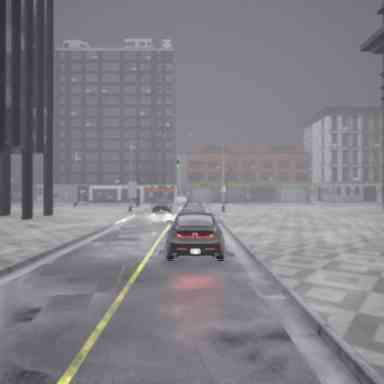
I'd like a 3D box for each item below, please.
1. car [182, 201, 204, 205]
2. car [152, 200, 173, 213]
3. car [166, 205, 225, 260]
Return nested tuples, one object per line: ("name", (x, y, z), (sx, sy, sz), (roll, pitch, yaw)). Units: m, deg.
("car", (0.104, 1.453, 27.304), (1.994, 1.385, 4.181), (0, 0, 0))
("car", (-3.031, 1.468, 34.758), (1.895, 1.301, 4.718), (0, 0, 1))
("car", (0.103, 1.448, 12.073), (1.837, 1.490, 4.892), (0, 1, 0))
